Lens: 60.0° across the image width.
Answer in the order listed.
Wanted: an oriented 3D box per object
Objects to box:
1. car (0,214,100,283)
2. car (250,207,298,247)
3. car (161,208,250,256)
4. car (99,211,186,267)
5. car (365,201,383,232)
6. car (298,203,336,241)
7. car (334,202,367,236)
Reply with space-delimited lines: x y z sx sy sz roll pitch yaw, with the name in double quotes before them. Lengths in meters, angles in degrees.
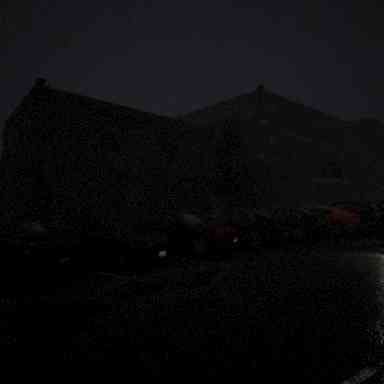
"car" -5.280 1.474 9.745 5.008 1.535 2.097 -1 -1 34
"car" 1.846 1.483 14.921 4.892 1.521 2.231 -1 -1 34
"car" -0.535 1.479 13.205 5.008 1.535 2.097 -1 -1 34
"car" -2.879 1.506 11.452 4.792 1.488 2.163 -1 -1 34
"car" 8.994 1.366 20.075 4.553 1.767 2.185 -1 -1 34
"car" 4.221 1.485 16.642 4.892 1.521 2.231 -1 -1 34
"car" 6.598 1.486 18.368 5.008 1.535 2.097 -1 -1 34
